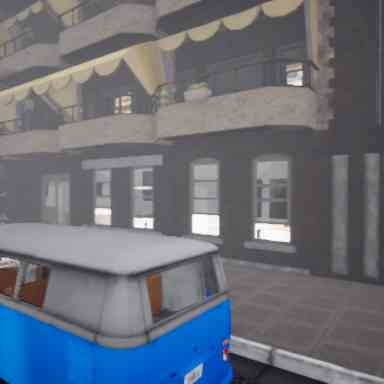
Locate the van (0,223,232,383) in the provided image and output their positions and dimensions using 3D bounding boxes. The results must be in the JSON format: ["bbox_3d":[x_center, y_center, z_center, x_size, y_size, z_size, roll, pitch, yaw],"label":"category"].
[{"bbox_3d":[-1.496,1.338,3.936,3.998,1.788,1.690,0,0,35],"label":"van"}]
